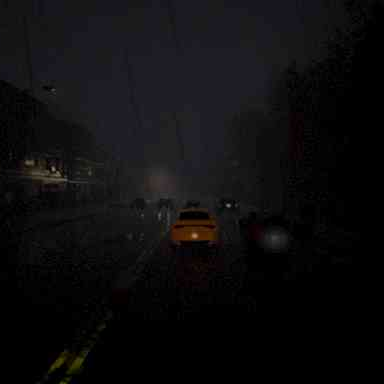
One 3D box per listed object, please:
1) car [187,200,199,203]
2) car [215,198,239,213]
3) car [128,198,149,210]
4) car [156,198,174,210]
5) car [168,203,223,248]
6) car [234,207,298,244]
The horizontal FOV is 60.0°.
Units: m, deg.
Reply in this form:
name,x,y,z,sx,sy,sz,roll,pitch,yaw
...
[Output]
name,x,y,z,sx,sy,sz,roll,pitch,yaw
car,0.106,1.534,33.574,1.994,1.385,4.181,0,0,0
car,3.356,1.323,32.682,2.097,1.767,4.553,0,0,0
car,-6.581,1.488,41.356,1.812,1.442,4.674,0,0,0
car,-3.330,1.455,41.713,2.128,1.511,4.902,0,0,0
car,0.103,1.465,14.761,1.882,1.535,5.008,0,0,0
car,3.353,1.587,15.609,1.895,1.301,4.718,0,0,0
